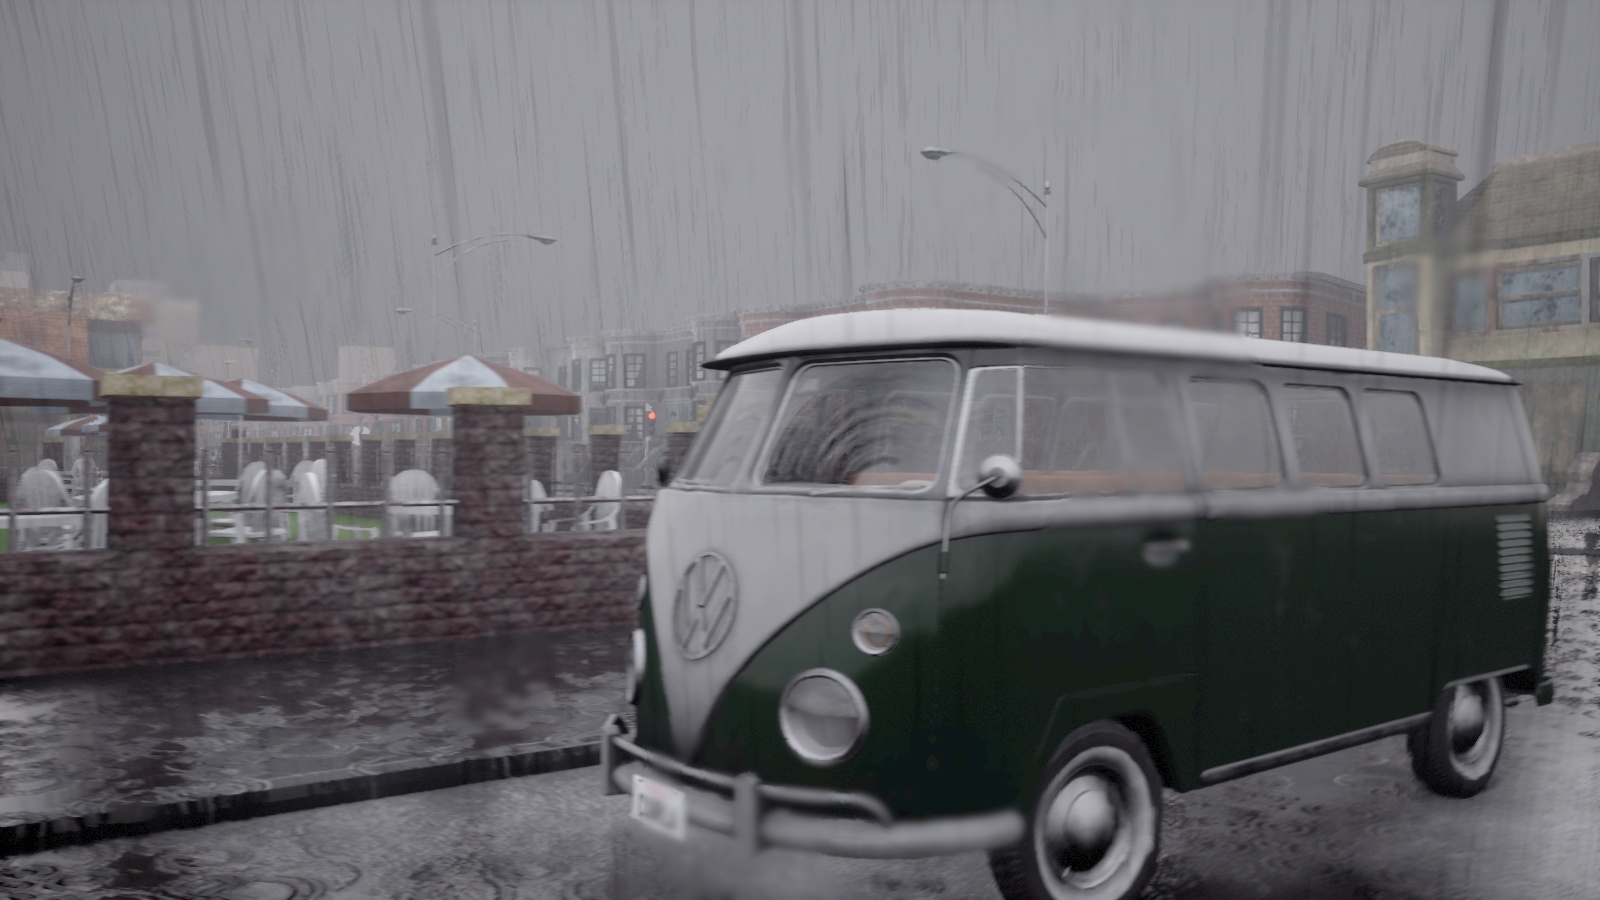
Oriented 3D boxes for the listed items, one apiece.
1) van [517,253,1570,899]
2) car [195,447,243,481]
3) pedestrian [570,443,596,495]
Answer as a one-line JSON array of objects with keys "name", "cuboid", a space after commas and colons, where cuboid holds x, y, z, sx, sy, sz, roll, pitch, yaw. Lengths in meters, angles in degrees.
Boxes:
[{"name": "van", "cuboid": [1.282, 0.507, 5.180, 4.442, 1.987, 1.775, 0, 0, -38]}, {"name": "car", "cuboid": [-33.670, 0.790, 72.745, 1.905, 1.878, 3.866, 0, 0, -35]}, {"name": "pedestrian", "cuboid": [-7.617, 0.659, 44.046, 0.869, 1.805, 0.328, 0, 0, -15]}]
